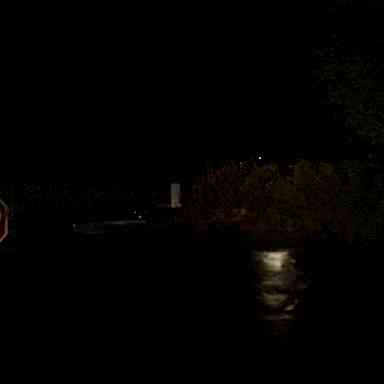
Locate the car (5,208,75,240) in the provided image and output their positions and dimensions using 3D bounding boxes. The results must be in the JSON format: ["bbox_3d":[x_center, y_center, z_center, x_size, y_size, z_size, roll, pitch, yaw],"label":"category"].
[{"bbox_3d":[-8.919,1.676,18.364,1.837,1.490,4.892,-1,-1,40],"label":"car"}]

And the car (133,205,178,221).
[{"bbox_3d":[-3.134,1.878,30.832,1.895,1.301,4.718,-1,-1,41],"label":"car"}]
